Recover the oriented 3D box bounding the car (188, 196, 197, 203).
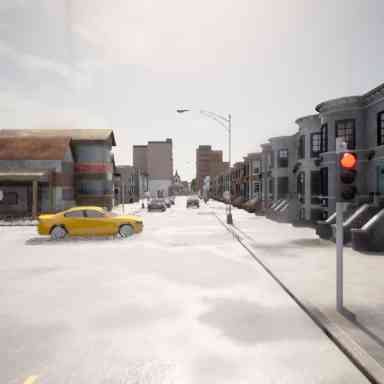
[{"bbox_3d":[0.088,1.664,73.572,1.837,1.490,4.892,0,0,0],"label":"car"}]

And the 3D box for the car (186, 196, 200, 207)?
[{"bbox_3d":[0.136,1.525,50.519,1.812,1.442,4.674,0,0,0],"label":"car"}]

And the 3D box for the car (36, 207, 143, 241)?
[{"bbox_3d":[-4.977,1.477,16.548,5.008,1.535,1.882,0,1,-14],"label":"car"}]

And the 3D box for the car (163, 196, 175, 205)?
[{"bbox_3d":[-4.022,1.525,58.763,1.812,1.442,4.674,0,0,1],"label":"car"}]

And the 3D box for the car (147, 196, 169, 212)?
[{"bbox_3d":[-4.077,1.504,39.208,1.837,1.490,4.892,0,0,0],"label":"car"}]

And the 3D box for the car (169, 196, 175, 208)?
[{"bbox_3d":[-4.063,1.547,48.957,2.033,1.411,5.357,0,0,0],"label":"car"}]
